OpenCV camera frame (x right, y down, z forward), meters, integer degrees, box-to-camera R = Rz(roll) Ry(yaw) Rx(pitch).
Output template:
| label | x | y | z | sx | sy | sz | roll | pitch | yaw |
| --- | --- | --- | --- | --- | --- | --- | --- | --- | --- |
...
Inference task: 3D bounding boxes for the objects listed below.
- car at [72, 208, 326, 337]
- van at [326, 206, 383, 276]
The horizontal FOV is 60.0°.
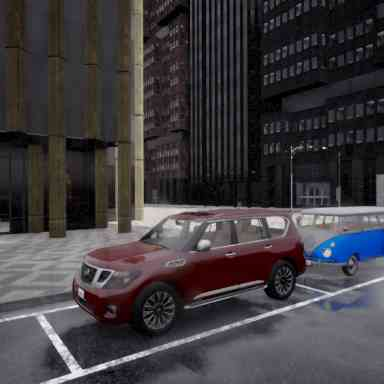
| label | x | y | z | sx | sy | sz | roll | pitch | yaw |
| --- | --- | --- | --- | --- | --- | --- | --- | --- | --- |
| car | 0.250 | 1.315 | 6.837 | 5.009 | 1.841 | 2.192 | 0 | 0 | -36 |
| van | 4.747 | 1.341 | 10.047 | 3.998 | 1.788 | 1.690 | 0 | 0 | -36 |
